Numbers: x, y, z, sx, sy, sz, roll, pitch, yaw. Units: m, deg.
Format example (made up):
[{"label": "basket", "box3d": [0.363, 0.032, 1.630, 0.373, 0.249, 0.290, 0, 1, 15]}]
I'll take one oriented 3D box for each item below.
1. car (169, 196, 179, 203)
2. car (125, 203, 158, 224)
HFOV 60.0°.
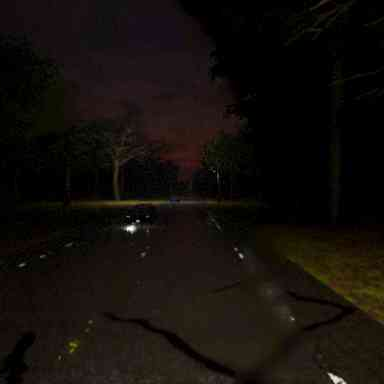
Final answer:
[{"label": "car", "box3d": [-3.519, 1.454, 66.217, 1.812, 1.442, 4.674, 0, 0, 0]}, {"label": "car", "box3d": [-3.607, 1.558, 24.892, 2.033, 1.411, 5.357, 0, 0, 0]}]
